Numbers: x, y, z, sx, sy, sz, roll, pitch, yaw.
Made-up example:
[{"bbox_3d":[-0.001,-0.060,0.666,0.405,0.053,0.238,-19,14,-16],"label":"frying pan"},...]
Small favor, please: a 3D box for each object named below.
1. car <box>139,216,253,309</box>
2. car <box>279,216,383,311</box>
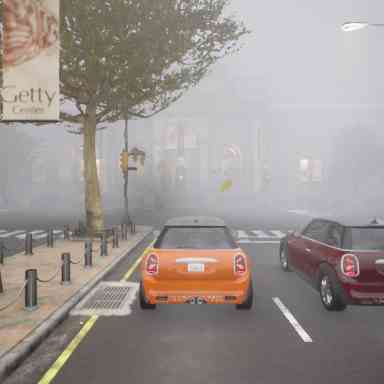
[{"bbox_3d":[0.084,1.352,8.003,2.097,1.767,4.553,0,0,0],"label":"car"},{"bbox_3d":[3.584,1.352,7.907,2.097,1.767,4.553,0,0,0],"label":"car"}]
